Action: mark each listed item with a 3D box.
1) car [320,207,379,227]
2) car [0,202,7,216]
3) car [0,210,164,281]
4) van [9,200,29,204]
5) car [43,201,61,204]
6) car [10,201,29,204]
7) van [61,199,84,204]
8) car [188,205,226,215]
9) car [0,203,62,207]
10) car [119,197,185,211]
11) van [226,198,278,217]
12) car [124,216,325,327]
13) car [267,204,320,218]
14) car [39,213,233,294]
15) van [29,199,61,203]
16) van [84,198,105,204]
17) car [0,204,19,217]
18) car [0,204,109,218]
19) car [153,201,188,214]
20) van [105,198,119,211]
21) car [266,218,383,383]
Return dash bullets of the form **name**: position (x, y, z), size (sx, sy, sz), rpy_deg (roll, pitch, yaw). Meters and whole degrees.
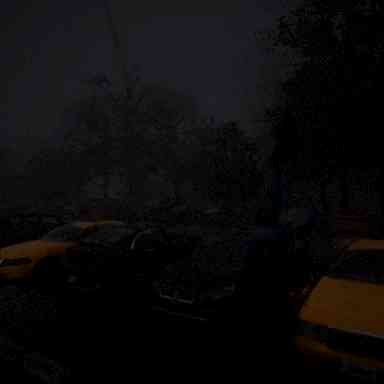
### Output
- **car**: position (8.831, 1.538, 17.960), size (2.097, 1.535, 5.008), rpy_deg (-1, -1, 36)
- **car**: position (-27.192, 2.304, 43.738), size (2.185, 1.767, 4.553), rpy_deg (-2, -1, 36)
- **car**: position (-3.487, 1.608, 10.474), size (1.946, 1.575, 5.366), rpy_deg (-1, 0, 36)
- **van**: position (-18.103, 1.887, 37.409), size (1.878, 1.987, 4.442), rpy_deg (-2, -1, 36)
- **car**: position (-11.411, 1.876, 32.476), size (2.097, 1.535, 5.008), rpy_deg (-2, -1, 36)
- **car**: position (-16.022, 2.031, 35.546), size (1.946, 1.575, 5.366), rpy_deg (-2, -1, 36)
- **van**: position (-9.357, 1.591, 30.855), size (1.878, 1.987, 4.442), rpy_deg (-1, -1, 36)
- **car**: position (2.079, 1.682, 22.801), size (2.002, 1.452, 4.674), rpy_deg (-1, -1, 36)
- **car**: position (-7.912, 1.554, 13.834), size (2.185, 1.767, 4.553), rpy_deg (-1, -1, 36)
- **car**: position (-2.544, 1.461, 26.082), size (2.435, 2.045, 5.566), rpy_deg (-1, -1, 36)
- **van**: position (4.295, 1.383, 21.360), size (1.878, 1.987, 4.442), rpy_deg (-1, -1, 36)
- **car**: position (1.138, 1.543, 7.396), size (2.231, 1.521, 4.892), rpy_deg (-1, -1, 36)
- **car**: position (6.484, 1.615, 19.652), size (2.002, 1.452, 4.674), rpy_deg (-1, -1, 36)
- **car**: position (-1.126, 1.577, 9.003), size (2.231, 1.521, 4.892), rpy_deg (-1, -1, 36)
- **van**: position (-13.738, 1.729, 33.994), size (1.878, 1.987, 4.442), rpy_deg (-2, -1, 36)
- **van**: position (-6.861, 1.554, 29.353), size (1.878, 1.987, 4.442), rpy_deg (-1, 0, 36)
- **car**: position (-25.024, 2.353, 42.217), size (2.097, 1.535, 5.008), rpy_deg (-2, -1, 36)
- **car**: position (-5.655, 1.520, 12.217), size (2.185, 1.767, 4.553), rpy_deg (-1, -1, 36)
- **car**: position (-0.175, 1.676, 24.413), size (2.097, 1.535, 5.008), rpy_deg (-1, -1, 36)
- **van**: position (-4.711, 1.521, 27.813), size (1.878, 1.987, 4.442), rpy_deg (-1, -1, 36)
- **car**: position (3.282, 1.504, 5.624), size (1.946, 1.575, 5.366), rpy_deg (-1, -1, 36)
